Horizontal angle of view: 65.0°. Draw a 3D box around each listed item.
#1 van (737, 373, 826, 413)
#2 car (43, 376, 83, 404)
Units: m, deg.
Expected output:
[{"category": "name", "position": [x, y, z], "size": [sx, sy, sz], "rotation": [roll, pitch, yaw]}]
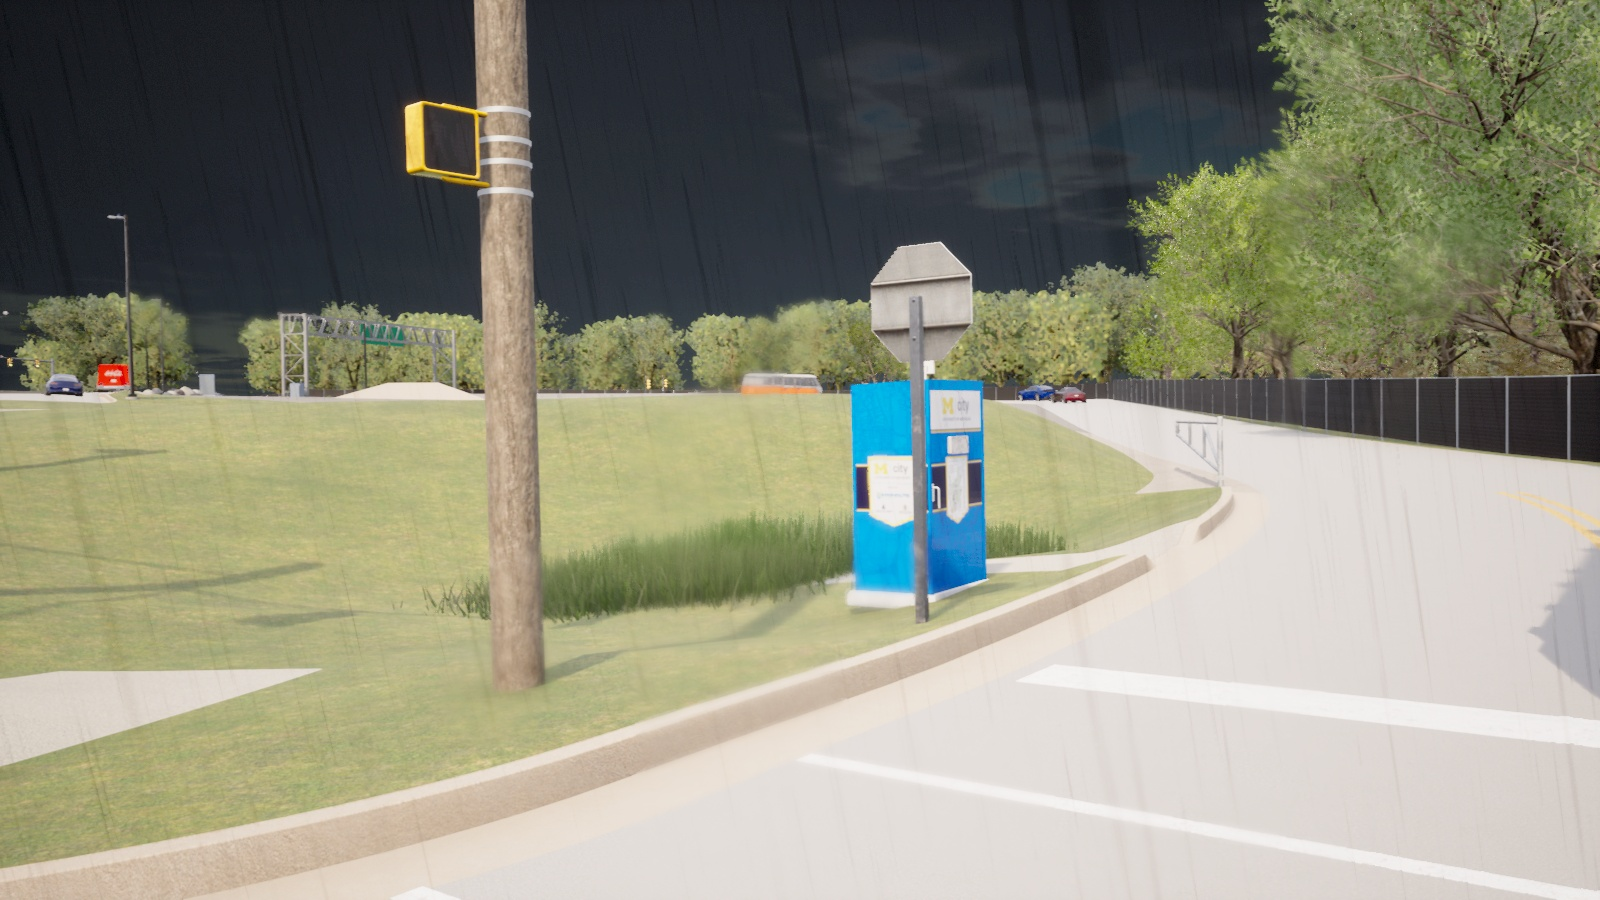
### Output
[{"category": "van", "position": [-0.982, -3.034, 66.758], "size": [4.442, 1.987, 1.775], "rotation": [2, 3, 8]}, {"category": "car", "position": [-43.372, -3.545, 73.848], "size": [1.812, 1.442, 4.674], "rotation": [3, 1, -33]}]
